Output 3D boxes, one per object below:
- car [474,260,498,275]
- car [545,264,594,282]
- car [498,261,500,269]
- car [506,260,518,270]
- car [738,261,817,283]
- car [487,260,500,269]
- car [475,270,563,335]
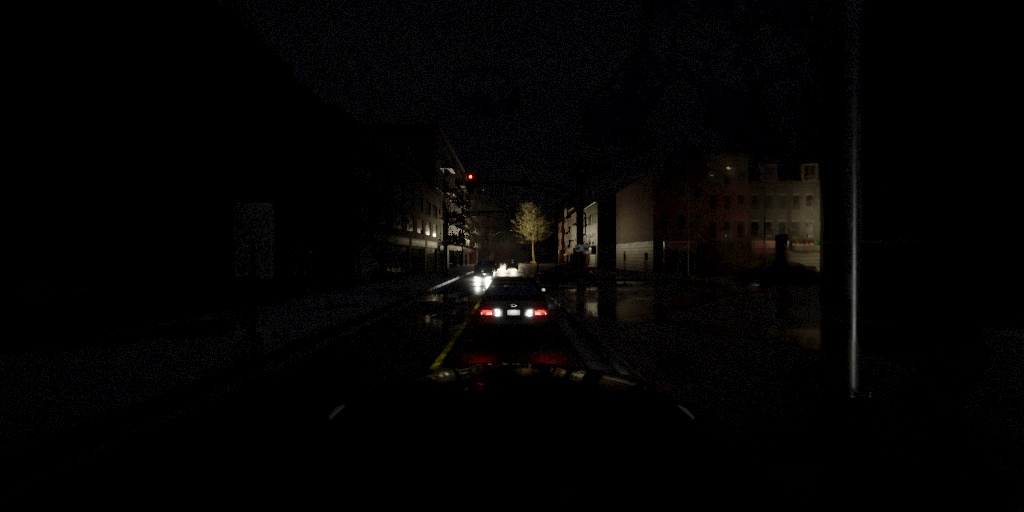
[{"bbox_3d":[-2.908,1.246,37.934,2.128,1.511,4.902,0,0,0],"label":"car"},{"bbox_3d":[3.995,1.281,26.914,4.181,1.385,1.994,0,0,14],"label":"car"},{"bbox_3d":[-2.930,1.326,47.767,1.994,1.385,4.181,0,0,0],"label":"car"},{"bbox_3d":[0.004,1.315,54.110,2.033,1.411,5.357,0,0,0],"label":"car"},{"bbox_3d":[19.202,1.112,26.068,5.008,1.535,1.882,0,0,0],"label":"car"},{"bbox_3d":[-2.945,1.336,57.764,1.994,1.385,4.181,0,0,-1],"label":"car"},{"bbox_3d":[0.048,1.296,10.435,2.033,1.411,5.357,0,0,0],"label":"car"}]
